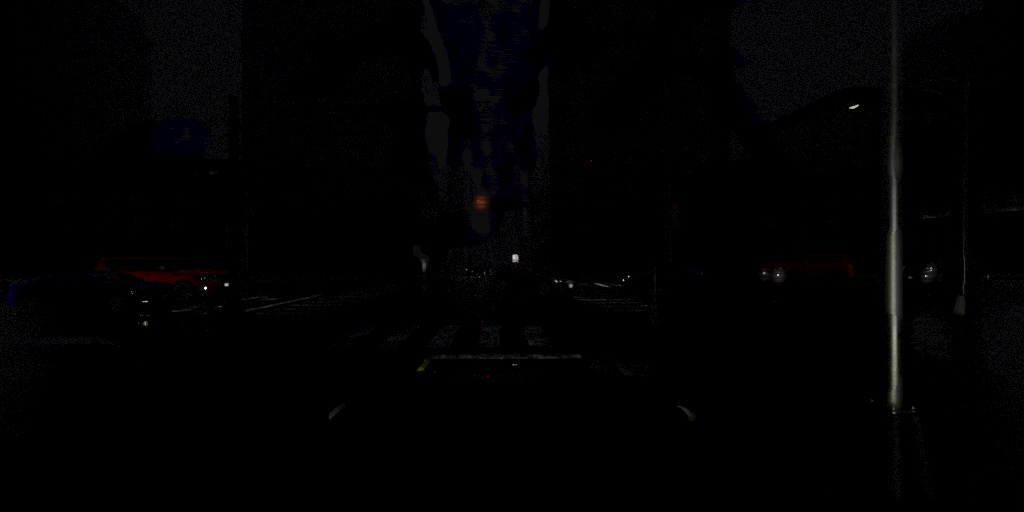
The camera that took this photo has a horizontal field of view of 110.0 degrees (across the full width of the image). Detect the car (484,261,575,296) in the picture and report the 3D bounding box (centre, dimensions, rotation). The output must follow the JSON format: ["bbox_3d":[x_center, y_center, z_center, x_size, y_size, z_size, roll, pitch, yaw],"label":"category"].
[{"bbox_3d":[1.102,1.232,19.447,4.902,1.511,2.128,0,0,43],"label":"car"}]

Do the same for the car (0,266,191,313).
[{"bbox_3d":[-15.784,1.281,13.733,5.008,1.535,1.882,0,0,-2],"label":"car"}]

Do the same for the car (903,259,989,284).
[{"bbox_3d":[30.086,0.981,25.070,4.553,1.767,2.097,0,0,-2],"label":"car"}]

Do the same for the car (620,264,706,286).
[{"bbox_3d":[10.235,1.243,24.477,5.357,1.411,2.033,0,0,-2],"label":"car"}]

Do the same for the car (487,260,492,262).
[{"bbox_3d":[-4.345,1.276,51.842,2.128,1.511,4.902,0,0,-2],"label":"car"}]

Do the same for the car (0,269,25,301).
[{"bbox_3d":[-26.265,1.368,16.663,4.674,1.442,1.812,0,0,-1],"label":"car"}]

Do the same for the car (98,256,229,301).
[{"bbox_3d":[-16.343,1.027,16.968,5.566,2.045,2.150,0,0,-2],"label":"car"}]

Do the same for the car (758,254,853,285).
[{"bbox_3d":[20.193,0.883,24.778,5.566,2.045,2.150,0,0,-2],"label":"car"}]

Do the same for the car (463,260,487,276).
[{"bbox_3d":[-3.947,1.273,37.335,1.837,1.490,4.892,0,0,-2],"label":"car"}]
